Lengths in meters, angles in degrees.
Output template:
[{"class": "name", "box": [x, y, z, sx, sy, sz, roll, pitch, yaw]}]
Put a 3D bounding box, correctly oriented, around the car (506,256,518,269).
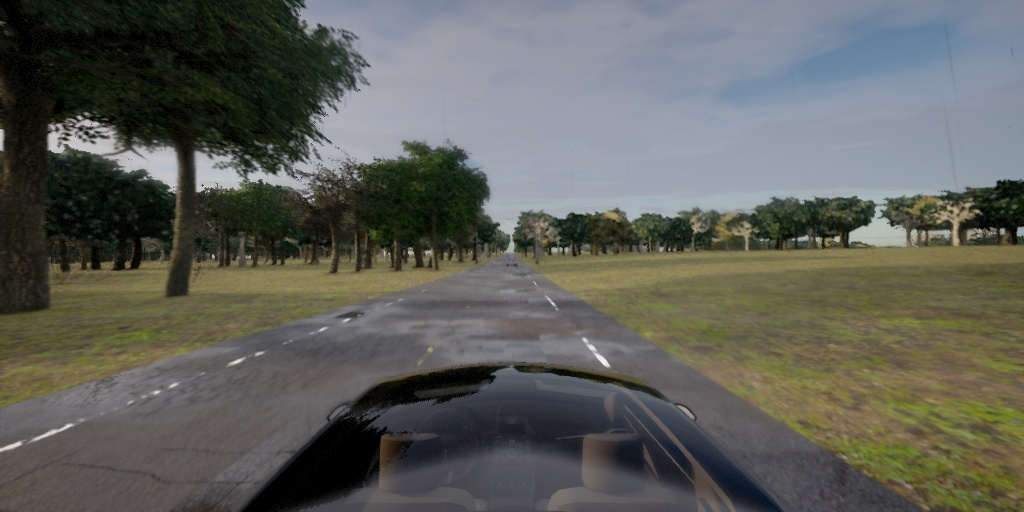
[{"class": "car", "box": [0.017, 1.086, 56.438, 2.128, 1.511, 4.902, 0, 0, 0]}]
